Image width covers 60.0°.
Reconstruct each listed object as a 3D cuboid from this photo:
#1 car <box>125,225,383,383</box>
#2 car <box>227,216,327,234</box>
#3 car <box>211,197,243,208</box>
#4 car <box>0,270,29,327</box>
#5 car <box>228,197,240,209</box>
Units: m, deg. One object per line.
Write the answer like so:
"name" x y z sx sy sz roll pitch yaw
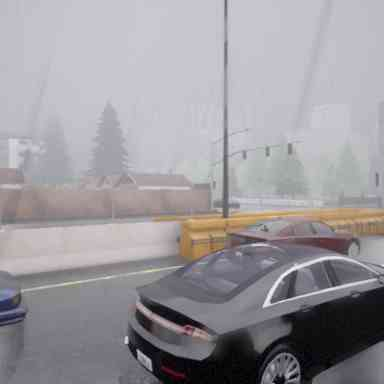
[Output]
"car" 1.482 1.503 4.815 4.902 1.511 2.128 0 0 -36
"car" 3.291 1.501 10.412 5.008 1.535 1.882 0 0 -36
"car" 5.331 1.585 51.301 2.128 1.511 4.902 0 0 -34
"car" -5.191 1.543 4.336 5.357 1.411 2.033 0 0 -36
"car" 4.592 1.684 46.058 1.895 1.301 4.718 0 0 -33
